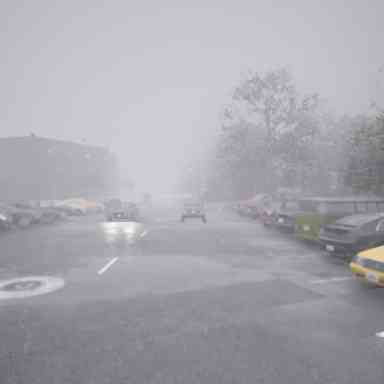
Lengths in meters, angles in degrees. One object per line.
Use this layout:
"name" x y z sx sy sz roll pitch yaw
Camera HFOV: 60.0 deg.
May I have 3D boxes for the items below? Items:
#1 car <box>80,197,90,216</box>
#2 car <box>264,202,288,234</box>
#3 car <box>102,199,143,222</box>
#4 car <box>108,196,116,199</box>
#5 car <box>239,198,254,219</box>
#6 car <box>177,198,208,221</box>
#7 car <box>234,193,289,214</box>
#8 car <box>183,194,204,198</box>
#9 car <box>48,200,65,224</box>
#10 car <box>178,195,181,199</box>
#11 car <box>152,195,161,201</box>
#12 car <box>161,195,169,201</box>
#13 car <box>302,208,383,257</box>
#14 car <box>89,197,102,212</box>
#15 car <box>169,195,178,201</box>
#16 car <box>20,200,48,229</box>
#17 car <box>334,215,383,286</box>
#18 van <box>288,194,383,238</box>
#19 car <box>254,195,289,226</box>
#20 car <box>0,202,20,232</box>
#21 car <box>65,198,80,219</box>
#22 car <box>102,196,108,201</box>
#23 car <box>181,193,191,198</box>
"car" -11.413 1.403 28.395 4.674 1.452 2.002 -1 0 -20
"car" 6.428 1.433 16.654 4.792 1.488 2.163 1 0 -20
"car" -5.083 1.452 25.098 1.994 1.385 4.181 0 0 0
"car" -11.417 1.334 37.197 4.892 1.521 2.231 -1 0 -20
"car" 6.429 1.402 25.489 4.792 1.488 2.163 1 0 -20
"car" 0.106 1.433 25.741 2.033 1.411 5.357 0 0 0
"car" 6.381 1.111 28.406 5.566 2.045 2.435 1 0 -20
"car" 0.800 1.321 41.890 2.128 1.511 4.902 0 0 11
"car" -11.384 1.412 22.539 4.792 1.488 2.163 -1 0 -20
"car" -1.002 1.128 72.784 2.435 2.045 5.566 0 -1 -7
"car" -8.412 1.627 94.117 2.231 1.521 4.892 -1 0 -35
"car" -5.660 1.570 89.245 2.097 1.535 5.008 -1 -1 -27
"car" 6.392 1.428 10.755 4.892 1.521 2.231 1 0 -20
"car" -11.582 1.353 31.260 5.366 1.575 1.946 -1 0 -20
"car" -3.455 1.509 83.945 2.231 1.521 4.892 0 0 -18
"car" -11.418 1.394 19.592 4.892 1.521 2.231 -1 0 -20
"car" 6.226 1.436 7.745 5.366 1.575 1.946 1 1 -20
"van" 6.509 1.190 13.743 4.442 1.987 1.878 1 0 -20
"car" 6.376 1.266 19.577 4.553 1.767 2.185 1 0 -20
"car" -11.445 1.278 16.652 4.553 1.767 2.185 -1 0 -20
"car" -11.422 1.374 25.465 4.892 1.521 2.231 -1 0 -20
"car" -11.412 1.383 34.264 4.674 1.452 2.002 -1 0 -20
"car" -0.642 1.329 66.798 2.097 1.535 5.008 0 -1 -1
